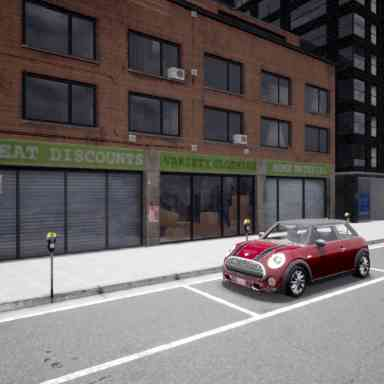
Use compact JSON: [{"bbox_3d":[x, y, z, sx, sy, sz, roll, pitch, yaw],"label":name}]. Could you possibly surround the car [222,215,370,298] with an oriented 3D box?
[{"bbox_3d":[2.694,1.440,8.456,4.097,1.590,1.967,0,0,-35],"label":"car"}]
